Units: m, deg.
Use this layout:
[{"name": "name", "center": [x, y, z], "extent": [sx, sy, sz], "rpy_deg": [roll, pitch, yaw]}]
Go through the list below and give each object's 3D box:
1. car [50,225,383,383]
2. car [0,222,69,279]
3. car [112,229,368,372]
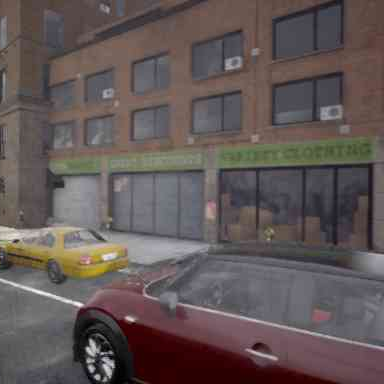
[{"name": "car", "center": [0.682, 1.366, 3.786], "extent": [4.553, 1.767, 2.097], "rpy_deg": [0, 0, 35]}, {"name": "car", "center": [-3.909, 1.546, 9.504], "extent": [4.829, 1.417, 1.752], "rpy_deg": [0, 0, 35]}, {"name": "car", "center": [0.722, 1.588, 6.221], "extent": [4.313, 1.339, 1.947], "rpy_deg": [0, 0, 35]}]
